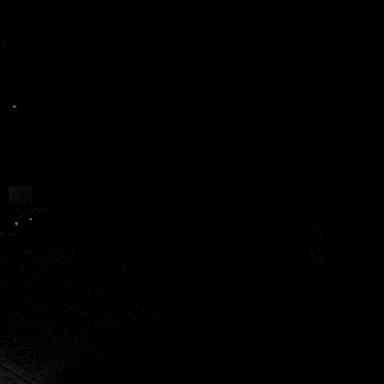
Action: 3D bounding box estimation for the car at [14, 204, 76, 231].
[{"bbox_3d":[-8.520,1.535,20.886,2.128,1.511,4.902,-1,0,36],"label":"car"}]
